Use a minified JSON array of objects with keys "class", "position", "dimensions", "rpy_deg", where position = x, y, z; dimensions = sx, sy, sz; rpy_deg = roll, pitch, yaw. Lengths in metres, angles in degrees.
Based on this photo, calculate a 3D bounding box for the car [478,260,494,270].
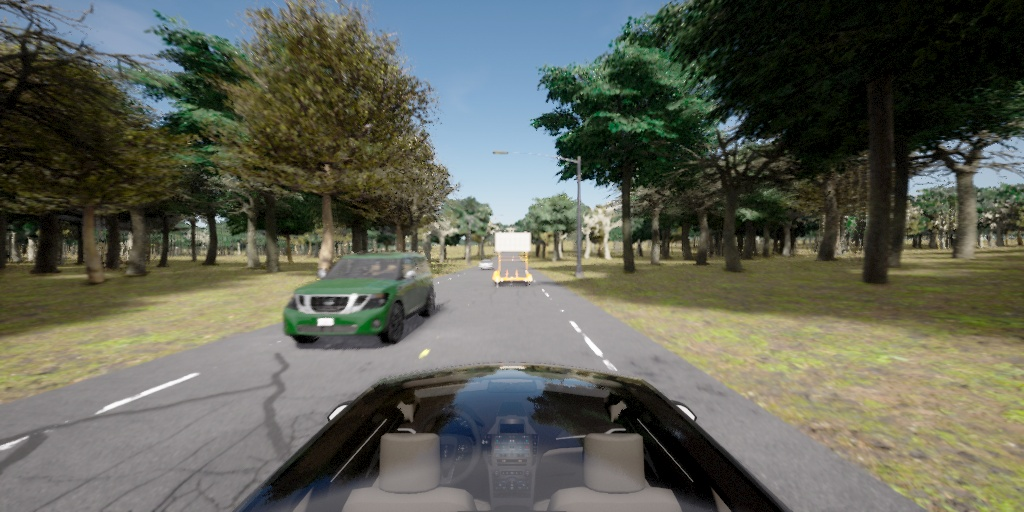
[{"class":"car","position":[-3.568,1.227,50.105],"dimensions":[1.812,1.442,4.674],"rpy_deg":[0,0,0]}]

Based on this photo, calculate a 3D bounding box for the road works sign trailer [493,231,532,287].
[{"class":"road works sign trailer","position":[0.059,0.147,23.503],"dimensions":[2.380,3.560,2.880],"rpy_deg":[0,0,-2]}]

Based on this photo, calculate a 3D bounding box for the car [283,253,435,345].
[{"class":"car","position":[-3.597,0.918,9.693],"dimensions":[2.150,2.045,5.566],"rpy_deg":[0,0,0]}]
